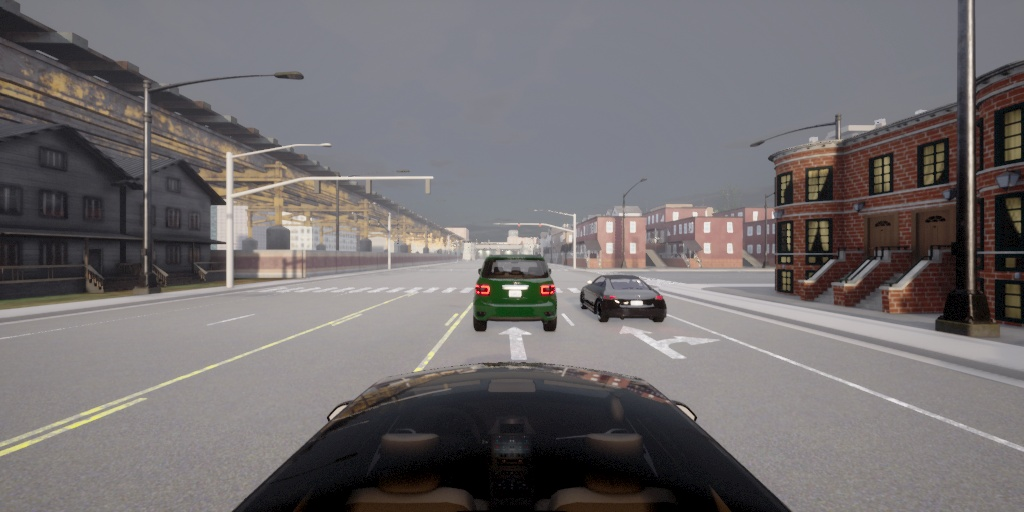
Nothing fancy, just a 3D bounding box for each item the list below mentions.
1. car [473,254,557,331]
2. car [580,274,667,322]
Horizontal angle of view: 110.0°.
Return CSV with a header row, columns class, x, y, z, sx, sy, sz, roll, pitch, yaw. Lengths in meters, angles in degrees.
class,x,y,z,sx,sy,sz,roll,pitch,yaw
car,0.086,0.971,11.066,2.150,2.045,5.566,0,0,0
car,3.586,1.313,12.235,1.994,1.385,4.181,0,0,1
